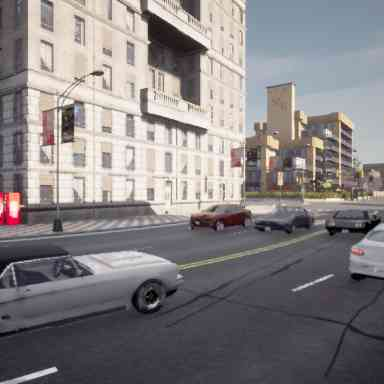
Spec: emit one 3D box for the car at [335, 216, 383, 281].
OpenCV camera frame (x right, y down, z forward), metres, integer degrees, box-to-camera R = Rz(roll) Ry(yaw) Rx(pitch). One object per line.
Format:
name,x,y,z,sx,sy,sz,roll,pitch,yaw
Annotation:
car,5.669,1.523,8.763,1.812,1.442,4.674,0,0,44

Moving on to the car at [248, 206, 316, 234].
car,5.579,1.536,19.427,2.033,1.411,5.357,0,0,38

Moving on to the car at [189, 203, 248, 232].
car,1.846,1.463,20.366,1.882,1.535,5.008,0,0,38

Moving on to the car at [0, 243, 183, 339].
car,-2.505,1.595,5.862,4.718,1.301,1.895,0,0,-37

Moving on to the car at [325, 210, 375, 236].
car,8.711,1.593,17.733,1.895,1.301,4.718,0,0,38
